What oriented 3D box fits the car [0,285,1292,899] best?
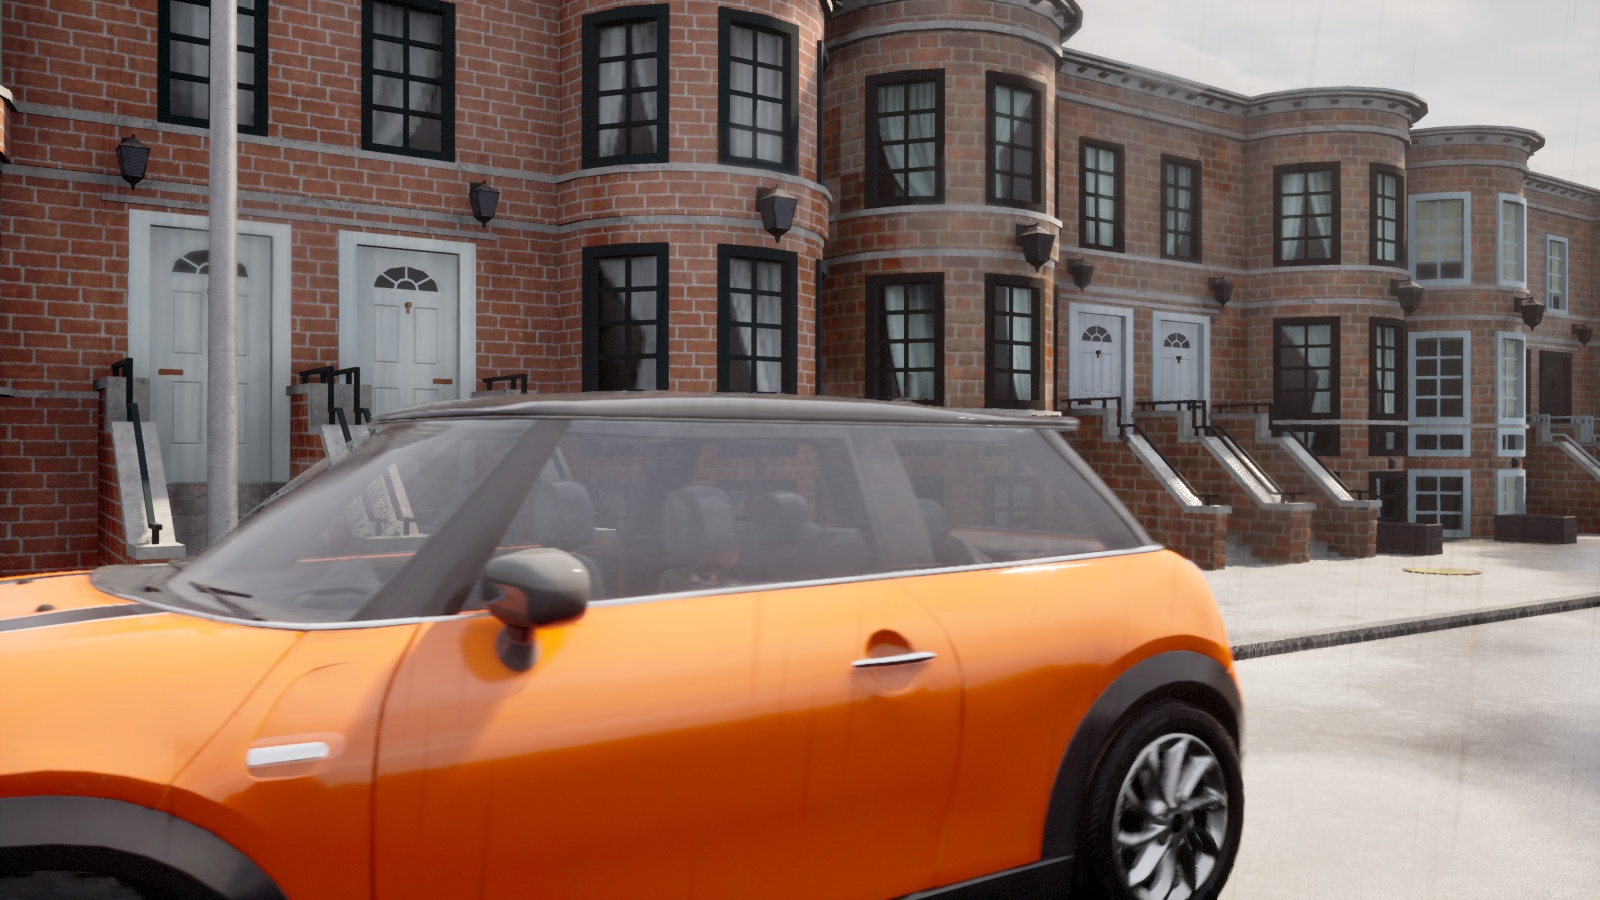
[{"bbox_3d":[-0.860,0.614,3.670,4.553,1.767,2.097,0,0,-35],"label":"car"}]
